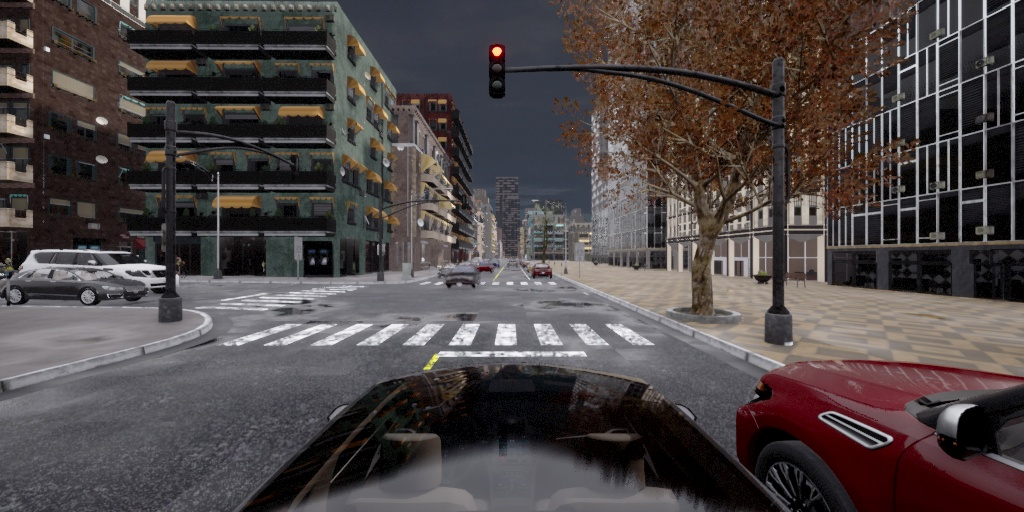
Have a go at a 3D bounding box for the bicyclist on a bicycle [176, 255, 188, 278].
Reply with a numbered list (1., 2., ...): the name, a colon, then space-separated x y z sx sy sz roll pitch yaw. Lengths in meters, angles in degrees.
1. bicyclist on a bicycle: -23.173 0.761 24.817 0.582 1.620 1.656 1 0 -1

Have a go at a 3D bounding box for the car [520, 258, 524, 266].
1. car: 2.679 1.375 60.640 1.802 1.307 4.207 0 0 0

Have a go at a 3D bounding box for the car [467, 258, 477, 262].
1. car: -5.698 1.323 44.041 2.007 1.370 4.403 0 0 0

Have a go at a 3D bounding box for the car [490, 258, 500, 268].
1. car: -3.080 1.144 60.470 2.097 1.767 4.553 0 0 0

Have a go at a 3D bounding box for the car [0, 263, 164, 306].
1. car: -16.437 1.092 13.558 4.403 1.370 2.007 0 0 -1

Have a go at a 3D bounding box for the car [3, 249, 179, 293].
1. car: -18.430 0.738 16.126 5.566 2.045 2.150 1 0 -1

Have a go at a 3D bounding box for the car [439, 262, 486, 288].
1. car: -3.105 1.303 23.782 2.033 1.411 5.357 0 0 0

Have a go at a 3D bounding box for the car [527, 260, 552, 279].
1. car: 2.685 1.307 32.977 1.888 1.381 4.507 0 0 0

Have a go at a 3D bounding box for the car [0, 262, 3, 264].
1. car: -33.192 0.869 21.766 4.403 1.370 2.007 0 0 -1

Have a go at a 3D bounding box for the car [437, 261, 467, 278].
1. car: -5.696 1.312 32.976 2.007 1.370 4.403 0 0 0

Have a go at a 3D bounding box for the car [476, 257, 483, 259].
1. car: -5.700 1.226 55.106 1.967 1.591 4.097 0 0 0

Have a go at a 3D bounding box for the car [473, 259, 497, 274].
1. car: -3.108 1.371 41.953 1.895 1.301 4.718 0 0 0

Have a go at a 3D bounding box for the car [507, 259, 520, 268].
1. car: 0.087 1.289 64.453 2.128 1.511 4.902 0 0 0

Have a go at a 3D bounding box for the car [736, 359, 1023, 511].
1. car: 2.692 1.065 0.590 2.192 1.841 5.009 0 0 0

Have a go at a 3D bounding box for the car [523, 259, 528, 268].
1. car: 2.682 1.298 44.213 1.751 1.417 4.829 0 0 0
